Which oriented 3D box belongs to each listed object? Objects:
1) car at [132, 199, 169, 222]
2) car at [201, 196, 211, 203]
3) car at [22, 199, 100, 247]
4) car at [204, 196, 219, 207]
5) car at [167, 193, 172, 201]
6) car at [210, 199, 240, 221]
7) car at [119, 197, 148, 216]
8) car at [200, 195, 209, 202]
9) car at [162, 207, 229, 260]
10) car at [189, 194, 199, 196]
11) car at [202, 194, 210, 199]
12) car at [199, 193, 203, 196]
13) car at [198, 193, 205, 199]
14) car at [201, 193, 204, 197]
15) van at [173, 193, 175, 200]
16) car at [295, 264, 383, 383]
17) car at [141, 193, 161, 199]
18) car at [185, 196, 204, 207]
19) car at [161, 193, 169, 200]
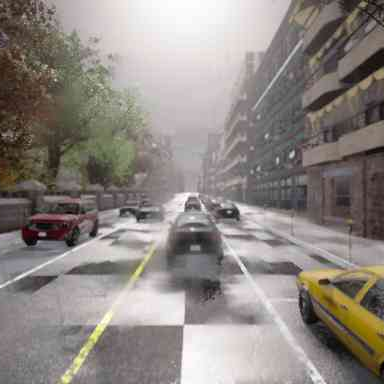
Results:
[{"bbox_3d":[-3.092,1.496,25.601,1.994,1.385,4.181,0,0,0],"label":"car"},{"bbox_3d":[2.696,1.410,64.838,1.802,1.307,4.206,1,0,0],"label":"car"},{"bbox_3d":[-5.674,1.275,15.126,2.192,1.841,5.009,1,0,0],"label":"car"},{"bbox_3d":[2.699,1.466,37.222,1.947,1.339,4.313,1,0,0],"label":"car"},{"bbox_3d":[-5.680,1.143,64.837,2.192,1.841,5.009,1,0,0],"label":"car"},{"bbox_3d":[2.700,1.496,26.174,1.947,1.339,4.313,1,0,0],"label":"car"},{"bbox_3d":[-5.680,1.482,31.697,1.947,1.339,4.313,1,0,0],"label":"car"},{"bbox_3d":[2.696,1.338,70.531,1.752,1.417,4.829,1,0,0],"label":"car"},{"bbox_3d":[0.073,1.493,12.160,1.812,1.442,4.674,0,0,-1],"label":"car"},{"bbox_3d":[0.093,1.306,64.395,1.882,1.535,5.008,0,0,0],"label":"car"},{"bbox_3d":[2.701,1.326,42.744,1.967,1.590,4.097,1,0,0],"label":"car"},{"bbox_3d":[2.699,1.282,59.315,1.967,1.590,4.097,1,0,0],"label":"car"},{"bbox_3d":[2.664,1.197,92.454,1.967,1.590,4.097,1,0,0],"label":"car"},{"bbox_3d":[2.698,1.381,53.961,1.752,1.417,4.829,1,0,0],"label":"car"},{"bbox_3d":[-5.690,1.127,81.407,1.690,1.788,3.998,1,0,0],"label":"van"},{"bbox_3d":[2.703,1.514,4.250,1.752,1.417,4.829,1,0,0],"label":"car"},{"bbox_3d":[-5.677,1.202,42.744,2.192,1.841,5.009,1,0,0],"label":"car"},{"bbox_3d":[0.096,1.496,39.086,1.895,1.301,4.718,0,0,0],"label":"car"},{"bbox_3d":[-5.683,1.387,59.314,1.887,1.381,4.507,1,0,0],"label":"car"}]
